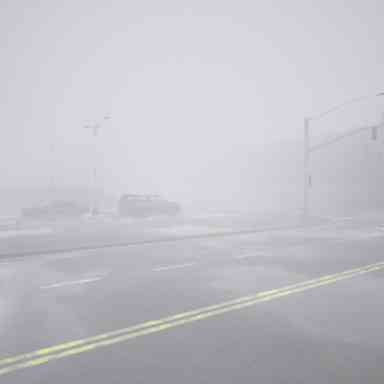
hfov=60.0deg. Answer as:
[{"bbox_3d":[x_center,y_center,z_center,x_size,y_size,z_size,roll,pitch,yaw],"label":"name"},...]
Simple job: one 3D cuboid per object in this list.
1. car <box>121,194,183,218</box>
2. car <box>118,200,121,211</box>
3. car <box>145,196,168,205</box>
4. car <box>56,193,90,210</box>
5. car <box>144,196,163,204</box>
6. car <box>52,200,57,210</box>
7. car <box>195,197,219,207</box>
[{"bbox_3d":[-3.102,1.129,27.513,4.605,1.855,1.932,0,0,-35],"label":"car"},{"bbox_3d":[-4.730,1.132,29.906,3.866,1.878,1.905,0,0,-35],"label":"car"},{"bbox_3d":[-6.241,1.455,57.707,1.837,1.490,4.892,0,0,-33],"label":"car"},{"bbox_3d":[-16.101,1.133,45.900,3.866,1.878,1.905,0,0,-35],"label":"car"},{"bbox_3d":[-7.697,1.502,66.282,1.837,1.490,4.892,0,0,-34],"label":"car"},{"bbox_3d":[-17.765,1.372,48.269,3.806,1.475,1.970,0,0,-35],"label":"car"},{"bbox_3d":[2.294,1.506,51.213,1.994,1.385,4.181,0,0,-34],"label":"car"}]
